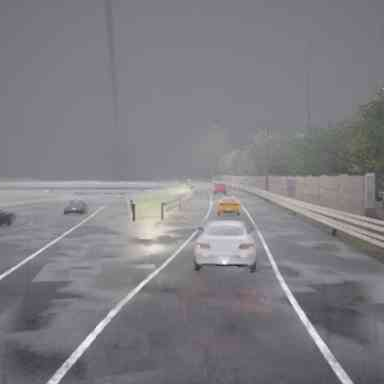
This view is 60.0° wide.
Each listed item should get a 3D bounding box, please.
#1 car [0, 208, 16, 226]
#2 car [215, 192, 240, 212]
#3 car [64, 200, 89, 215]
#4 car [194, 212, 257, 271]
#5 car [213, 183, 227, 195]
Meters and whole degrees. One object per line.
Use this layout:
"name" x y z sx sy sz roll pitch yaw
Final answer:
"car" -12.552 1.632 20.500 1.895 1.301 4.718 0 0 -11
"car" 3.330 1.146 30.509 1.882 1.535 5.008 0 2 6
"car" -11.672 1.541 33.721 1.994 1.385 4.181 0 0 -11
"car" 1.141 1.623 11.202 1.812 1.442 4.674 0 0 7
"car" 5.023 -0.583 59.819 2.150 2.045 5.566 0 3 1
